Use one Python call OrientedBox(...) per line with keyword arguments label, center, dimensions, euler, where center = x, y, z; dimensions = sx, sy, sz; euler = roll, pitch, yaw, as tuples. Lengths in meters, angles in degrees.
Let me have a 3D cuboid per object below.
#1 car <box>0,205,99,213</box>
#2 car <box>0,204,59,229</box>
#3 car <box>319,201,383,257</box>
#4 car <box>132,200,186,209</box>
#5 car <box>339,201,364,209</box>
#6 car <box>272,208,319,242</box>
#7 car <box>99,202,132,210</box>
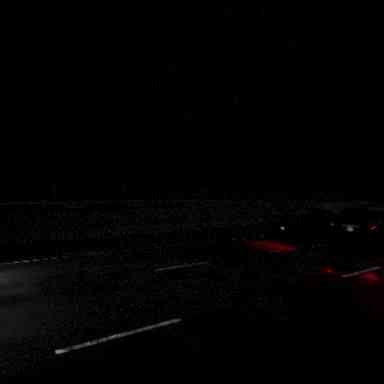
OrientedBox(label="car", center=(-8.562, 1.553, 19.380), dimensions=(5.357, 1.411, 2.033), euler=(0, 0, -35))
OrientedBox(label="car", center=(-11.671, 1.550, 21.461), dimensions=(5.357, 1.411, 2.033), euler=(0, 0, -35))
OrientedBox(label="car", center=(7.520, 1.401, 13.409), dimensions=(4.553, 1.767, 2.097), euler=(0, 0, -36))
OrientedBox(label="car", center=(-2.839, 1.556, 32.058), dimensions=(4.902, 1.511, 2.128), euler=(0, 0, -35))
OrientedBox(label="car", center=(27.862, 2.219, 58.136), dimensions=(4.718, 1.301, 1.895), euler=(1, -1, -35))
OrientedBox(label="car", center=(6.189, 1.532, 16.759), dimensions=(5.008, 1.535, 1.882), euler=(0, 0, -36))
OrientedBox(label="car", center=(-8.111, 1.639, 32.598), dimensions=(4.718, 1.301, 1.895), euler=(0, 0, -35))
